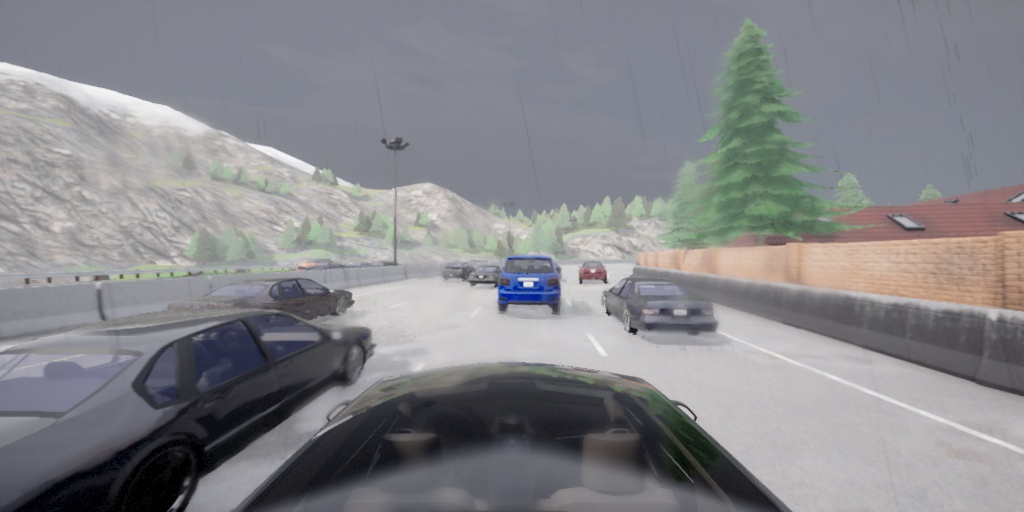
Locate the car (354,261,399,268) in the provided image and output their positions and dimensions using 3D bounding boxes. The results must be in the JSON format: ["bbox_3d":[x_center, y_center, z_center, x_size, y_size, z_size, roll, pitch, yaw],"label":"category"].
[{"bbox_3d":[-13.530,1.245,36.771,1.882,1.535,5.008,0,0,13],"label":"car"}]

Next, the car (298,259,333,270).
[{"bbox_3d":[-20.178,1.301,39.272,2.033,1.411,5.357,0,0,13],"label":"car"}]

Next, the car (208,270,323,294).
[{"bbox_3d":[-6.576,1.293,10.159,2.033,1.411,5.357,0,0,3],"label":"car"}]

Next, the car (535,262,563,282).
[{"bbox_3d":[3.211,1.280,30.569,1.882,1.535,5.008,0,0,11],"label":"car"}]

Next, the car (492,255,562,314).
[{"bbox_3d":[0.744,0.992,14.003,2.150,2.045,5.566,0,0,5],"label":"car"}]

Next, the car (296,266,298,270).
[{"bbox_3d":[-23.028,1.102,42.249,2.097,1.767,4.553,0,0,14],"label":"car"}]

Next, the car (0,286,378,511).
[{"bbox_3d":[-3.337,1.292,3.883,2.033,1.411,5.357,0,0,1],"label":"car"}]

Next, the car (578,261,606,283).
[{"bbox_3d":[6.393,1.159,28.594,2.097,1.767,4.553,0,0,11],"label":"car"}]

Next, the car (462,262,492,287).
[{"bbox_3d":[-1.497,1.328,24.450,2.033,1.411,5.357,0,0,9],"label":"car"}]

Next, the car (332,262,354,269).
[{"bbox_3d":[-16.592,1.310,39.234,2.033,1.411,5.357,0,0,13],"label":"car"}]

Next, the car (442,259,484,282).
[{"bbox_3d":[-4.145,1.273,29.436,2.128,1.511,4.902,0,0,10],"label":"car"}]

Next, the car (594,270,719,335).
[{"bbox_3d":[3.963,1.321,10.588,2.033,1.411,5.357,0,0,4],"label":"car"}]
